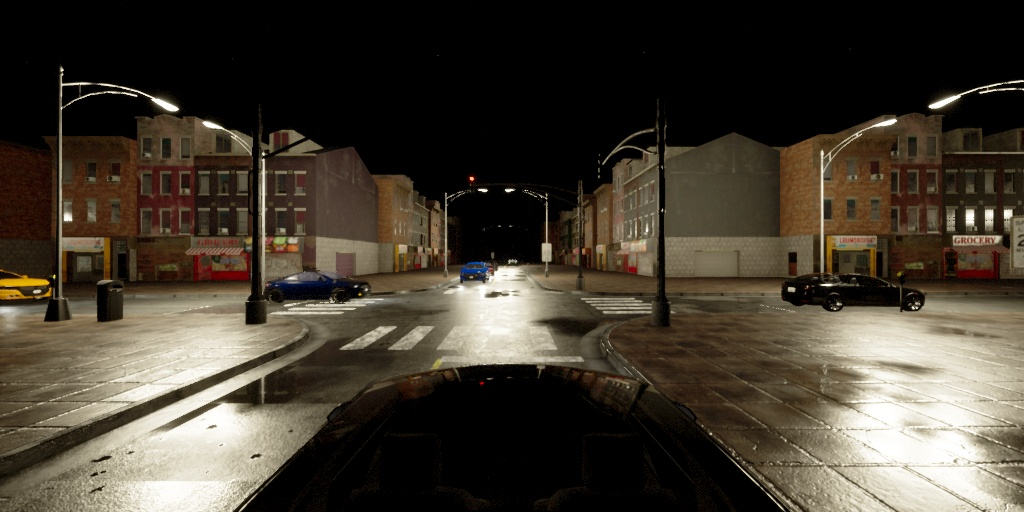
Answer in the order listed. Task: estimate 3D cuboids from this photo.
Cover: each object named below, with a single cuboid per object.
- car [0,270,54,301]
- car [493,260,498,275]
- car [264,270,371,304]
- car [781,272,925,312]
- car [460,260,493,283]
[{"bbox_3d":[-23.364,1.300,15.761,5.008,1.535,1.882,0,0,0],"label":"car"},{"bbox_3d":[-2.832,1.332,37.871,1.994,1.385,4.181,0,0,0],"label":"car"},{"bbox_3d":[-8.527,1.337,15.951,4.181,1.385,1.994,0,0,-3],"label":"car"},{"bbox_3d":[12.359,1.266,13.176,4.313,1.339,1.948,0,0,0],"label":"car"},{"bbox_3d":[-2.822,1.238,27.920,1.882,1.535,5.008,0,0,1],"label":"car"}]
